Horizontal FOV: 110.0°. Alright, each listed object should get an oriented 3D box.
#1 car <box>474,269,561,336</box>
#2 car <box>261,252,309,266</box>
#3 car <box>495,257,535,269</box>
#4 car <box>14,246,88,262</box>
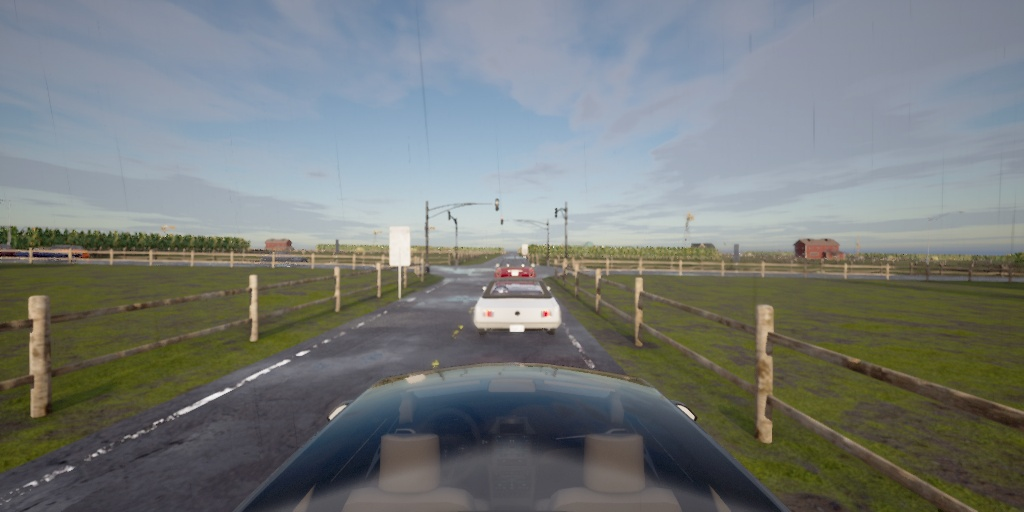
[{"bbox_3d":[0.123,1.219,9.835,1.895,1.301,4.718,0,1,0],"label":"car"},{"bbox_3d":[-23.261,0.327,36.773,4.181,1.385,1.994,1,1,0],"label":"car"},{"bbox_3d":[0.178,0.818,19.162,2.097,1.767,4.553,0,1,1],"label":"car"},{"bbox_3d":[-47.306,-0.073,36.869,4.718,1.301,1.895,1,1,1],"label":"car"}]
